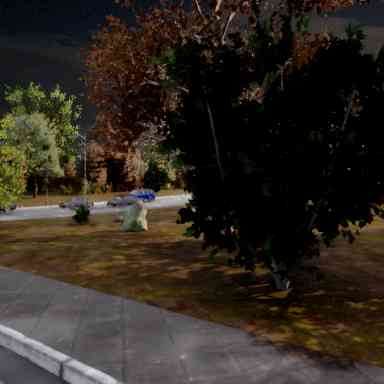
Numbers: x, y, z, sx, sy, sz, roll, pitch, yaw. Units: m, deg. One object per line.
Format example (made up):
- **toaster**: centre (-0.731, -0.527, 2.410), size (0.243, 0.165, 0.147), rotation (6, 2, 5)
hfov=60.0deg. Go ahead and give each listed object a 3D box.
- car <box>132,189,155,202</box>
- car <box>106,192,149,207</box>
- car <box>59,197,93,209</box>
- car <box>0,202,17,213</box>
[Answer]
- **car**: centre (-8.082, 0.621, 50.544), size (2.150, 2.045, 5.566), rotation (0, 3, 40)
- **car**: centre (-8.685, 1.175, 43.937), size (2.033, 1.411, 5.357), rotation (0, 2, 39)
- **car**: centre (-14.731, 1.378, 42.374), size (1.994, 1.385, 4.181), rotation (0, 2, 38)
- **car**: centre (-20.994, 1.526, 34.646), size (2.128, 1.511, 4.902), rotation (0, 1, 39)
